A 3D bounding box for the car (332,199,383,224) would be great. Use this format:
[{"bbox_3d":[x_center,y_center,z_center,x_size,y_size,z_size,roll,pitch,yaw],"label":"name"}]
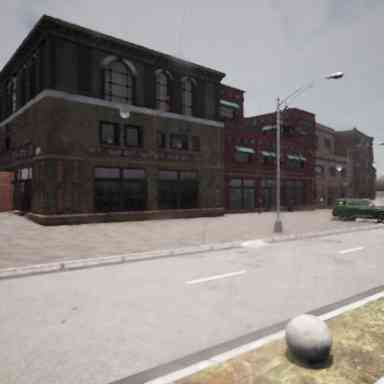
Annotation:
[{"bbox_3d":[15.286,1.624,29.291,2.435,2.045,5.566,2,-2,-42],"label":"car"}]
